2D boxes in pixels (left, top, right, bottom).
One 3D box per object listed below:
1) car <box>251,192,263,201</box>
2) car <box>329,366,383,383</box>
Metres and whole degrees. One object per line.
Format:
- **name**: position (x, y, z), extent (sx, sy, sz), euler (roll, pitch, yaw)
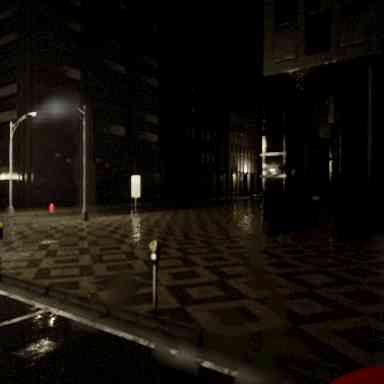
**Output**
- **car**: position (10.698, 0.668, 51.134), extent (2.128, 1.511, 4.902), euler (0, 1, 35)
- **car**: position (2.669, 1.546, 1.088), extent (4.507, 1.381, 1.887), euler (0, 0, 35)
